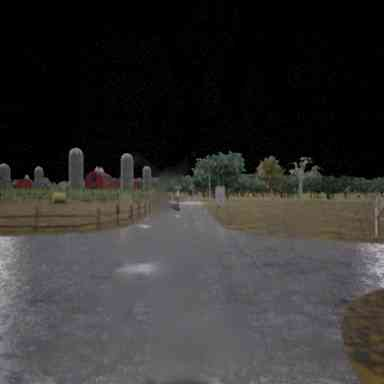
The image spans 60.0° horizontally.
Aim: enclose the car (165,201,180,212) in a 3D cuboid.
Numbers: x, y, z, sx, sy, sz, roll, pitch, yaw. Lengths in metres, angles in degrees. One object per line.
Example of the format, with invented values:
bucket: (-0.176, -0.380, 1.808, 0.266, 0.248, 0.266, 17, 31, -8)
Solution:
car: (-2.482, 1.842, 43.671, 2.033, 1.411, 5.357, 0, 0, 0)
